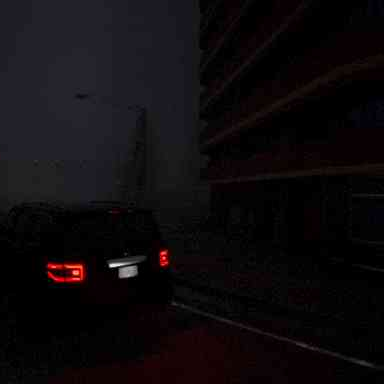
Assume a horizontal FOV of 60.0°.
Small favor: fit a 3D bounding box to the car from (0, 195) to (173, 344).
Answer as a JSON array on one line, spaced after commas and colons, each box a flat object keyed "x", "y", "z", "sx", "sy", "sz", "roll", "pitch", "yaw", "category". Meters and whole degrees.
[{"x": -2.647, "y": 1.203, "z": 6.748, "sx": 2.150, "sy": 2.045, "sz": 5.566, "roll": 0, "pitch": 0, "yaw": -40, "category": "car"}]

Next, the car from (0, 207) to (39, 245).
[{"x": -8.472, "y": 1.514, "z": 15.905, "sx": 1.994, "sy": 1.385, "sz": 4.181, "roll": 0, "pitch": 0, "yaw": -26, "category": "car"}]
